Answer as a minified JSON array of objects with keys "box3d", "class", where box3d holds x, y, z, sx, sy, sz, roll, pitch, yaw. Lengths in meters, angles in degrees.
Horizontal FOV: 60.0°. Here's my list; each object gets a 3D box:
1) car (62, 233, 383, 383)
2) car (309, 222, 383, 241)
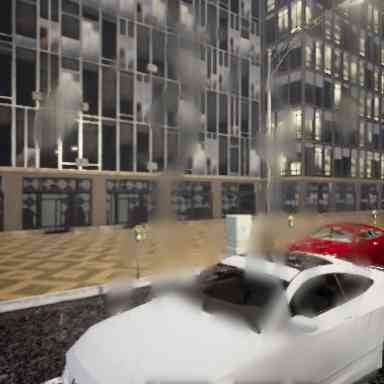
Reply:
[{"box3d":[0.920,1.524,4.035,4.674,1.442,1.812,0,0,-35],"class":"car"},{"box3d":[4.446,1.575,9.727,4.206,1.307,1.802,0,0,-36],"class":"car"}]
